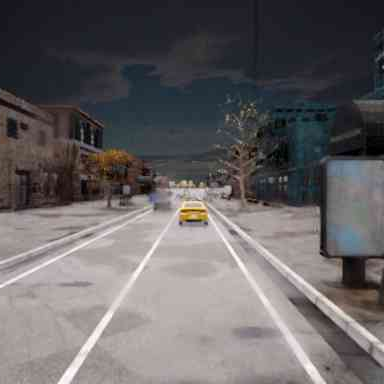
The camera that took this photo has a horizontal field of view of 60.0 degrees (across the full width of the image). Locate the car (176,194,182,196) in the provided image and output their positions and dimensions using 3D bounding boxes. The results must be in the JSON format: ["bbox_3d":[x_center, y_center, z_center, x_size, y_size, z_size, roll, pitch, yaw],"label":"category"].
[{"bbox_3d":[-3.032,1.180,77.745,1.837,1.490,4.892,0,0,0],"label":"car"}]

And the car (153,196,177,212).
[{"bbox_3d":[-3.111,1.393,36.364,2.033,1.411,5.357,0,0,0],"label":"car"}]

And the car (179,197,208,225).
[{"bbox_3d":[0.090,1.385,23.416,1.882,1.535,5.008,0,0,0],"label":"car"}]
